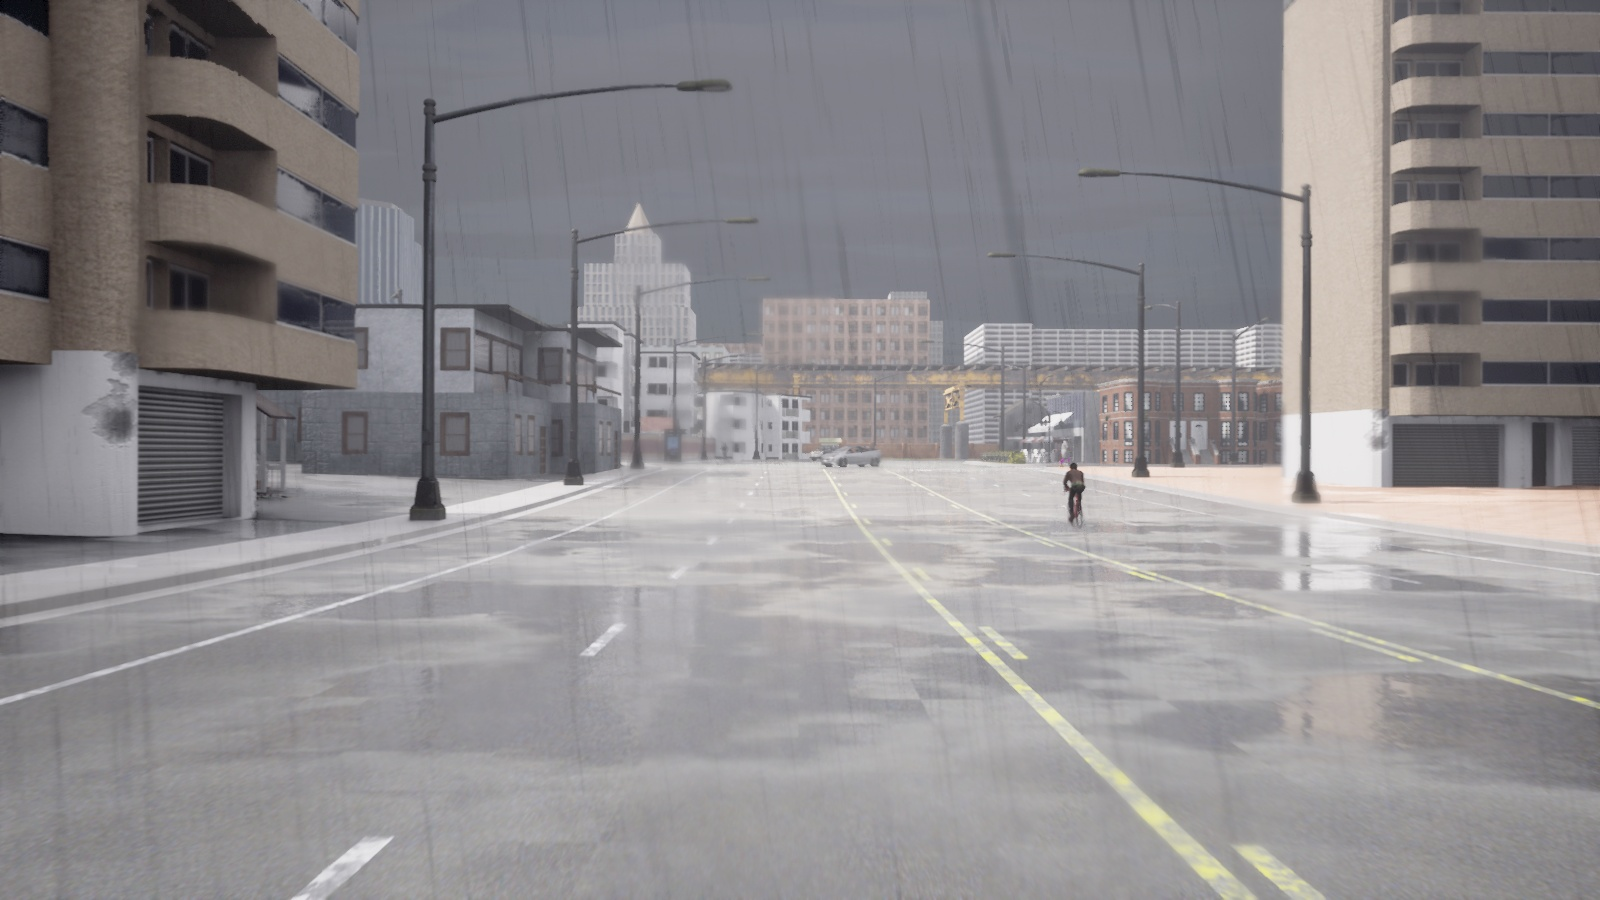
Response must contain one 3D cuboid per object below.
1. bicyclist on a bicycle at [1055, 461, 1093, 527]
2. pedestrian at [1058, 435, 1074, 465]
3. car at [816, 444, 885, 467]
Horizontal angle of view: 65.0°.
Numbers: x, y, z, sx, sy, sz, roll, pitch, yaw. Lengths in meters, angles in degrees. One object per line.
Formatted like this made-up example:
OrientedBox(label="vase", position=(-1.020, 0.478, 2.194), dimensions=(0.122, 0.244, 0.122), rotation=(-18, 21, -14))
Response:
OrientedBox(label="bicyclist on a bicycle", position=(6.926, 1.092, 31.758), dimensions=(0.582, 1.620, 1.656), rotation=(0, 0, 0))
OrientedBox(label="pedestrian", position=(16.965, 0.006, 80.075), dimensions=(0.873, 1.952, 0.659), rotation=(0, 0, -4))
OrientedBox(label="car", position=(3.513, 0.392, 86.810), dimensions=(4.514, 1.525, 2.007), rotation=(0, 0, -35))
